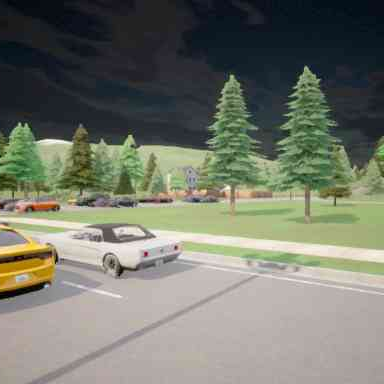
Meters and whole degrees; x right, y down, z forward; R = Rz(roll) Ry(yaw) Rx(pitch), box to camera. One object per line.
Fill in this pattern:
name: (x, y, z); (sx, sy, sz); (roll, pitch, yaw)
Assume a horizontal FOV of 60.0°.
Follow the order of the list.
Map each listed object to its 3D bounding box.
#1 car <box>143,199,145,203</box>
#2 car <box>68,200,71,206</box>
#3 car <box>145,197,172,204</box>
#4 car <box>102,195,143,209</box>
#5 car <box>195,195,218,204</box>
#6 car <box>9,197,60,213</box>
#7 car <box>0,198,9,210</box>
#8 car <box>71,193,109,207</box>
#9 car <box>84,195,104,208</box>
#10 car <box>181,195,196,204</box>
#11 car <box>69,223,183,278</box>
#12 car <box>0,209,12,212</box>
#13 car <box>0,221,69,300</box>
car: (-8.240, 1.600, 65.615); (1.895, 1.301, 4.718); (0, 0, 37)
car: (-17.416, 1.477, 53.133); (1.882, 1.535, 5.008); (0, 0, 36)
car: (-5.979, 1.600, 62.822); (1.895, 1.301, 4.718); (0, 0, 37)
car: (-9.606, 1.503, 46.032); (1.837, 1.490, 4.892); (0, 0, 36)
car: (3.237, 1.505, 63.545); (1.837, 1.490, 4.892); (0, 0, 37)
car: (-16.796, 1.352, 36.163); (2.097, 1.767, 4.553); (0, 0, 36)
car: (-19.245, 1.525, 38.758); (1.812, 1.442, 4.674); (0, 0, 36)
car: (-14.932, 1.223, 50.602); (2.150, 2.045, 5.566); (0, 0, 36)
car: (-12.779, 1.563, 47.619); (1.994, 1.385, 4.181); (0, 0, 36)
car: (-0.053, 1.351, 64.984); (2.097, 1.767, 4.553); (0, 0, 37)
car: (-2.681, 1.601, 10.189); (4.718, 1.301, 1.895); (0, 0, 35)
car: (-10.861, 1.601, 16.006); (4.718, 1.301, 1.895); (0, 0, 35)
car: (-5.235, 1.478, 7.708); (5.008, 1.535, 1.882); (0, 0, 35)
